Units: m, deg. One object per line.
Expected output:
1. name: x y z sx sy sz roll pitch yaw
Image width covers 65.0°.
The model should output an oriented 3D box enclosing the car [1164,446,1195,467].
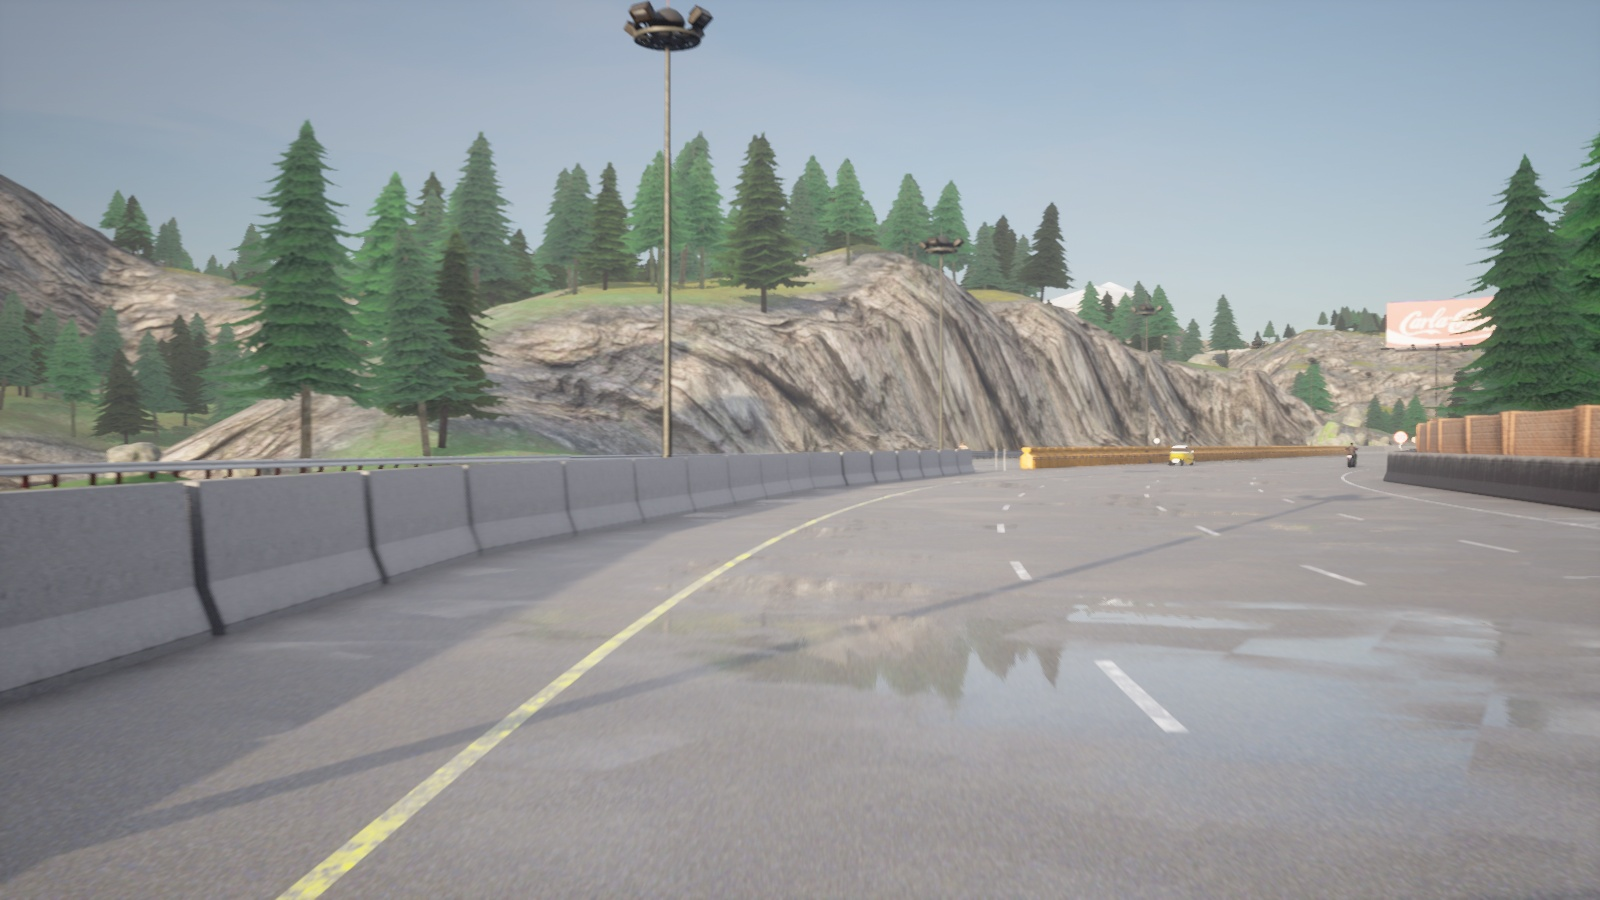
1. car: 25.417 0.415 84.020 1.481 1.376 2.207 0 1 32
